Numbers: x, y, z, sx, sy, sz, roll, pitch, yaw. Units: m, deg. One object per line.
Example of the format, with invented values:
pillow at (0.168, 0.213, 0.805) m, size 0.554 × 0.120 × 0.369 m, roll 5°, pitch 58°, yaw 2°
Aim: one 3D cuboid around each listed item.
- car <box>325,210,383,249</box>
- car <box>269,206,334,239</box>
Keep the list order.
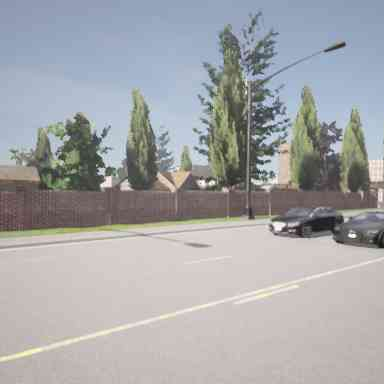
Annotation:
car at (7.993, 1.560, 14.504) m, size 4.181 × 1.385 × 1.994 m, roll 0°, pitch 0°, yaw -37°
car at (6.092, 1.488, 17.449) m, size 4.902 × 1.511 × 2.128 m, roll 0°, pitch 0°, yaw -37°
